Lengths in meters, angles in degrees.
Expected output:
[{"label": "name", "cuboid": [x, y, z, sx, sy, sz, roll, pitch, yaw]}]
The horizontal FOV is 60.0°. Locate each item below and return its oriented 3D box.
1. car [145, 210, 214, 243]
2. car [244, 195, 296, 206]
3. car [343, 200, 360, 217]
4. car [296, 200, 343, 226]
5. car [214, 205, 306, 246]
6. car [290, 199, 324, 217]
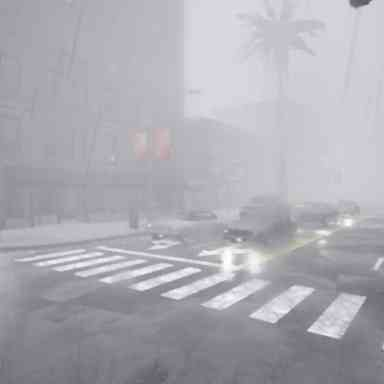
[{"label": "car", "cuboid": [-0.110, 1.597, 16.318, 1.895, 1.301, 4.718, 0, 0, 35]}, {"label": "car", "cuboid": [5.488, 1.227, 24.317, 2.150, 2.045, 5.566, 0, 0, 35]}, {"label": "car", "cuboid": [14.837, 1.517, 32.004, 2.128, 1.511, 4.902, 0, 0, 35]}, {"label": "car", "cuboid": [9.041, 1.490, 23.725, 1.882, 1.535, 5.008, 0, 0, 35]}, {"label": "car", "cuboid": [3.413, 1.550, 15.673, 2.033, 1.411, 5.357, 0, 0, 35]}, {"label": "car", "cuboid": [11.371, 1.496, 32.715, 1.882, 1.535, 5.008, 0, 0, 35]}]
